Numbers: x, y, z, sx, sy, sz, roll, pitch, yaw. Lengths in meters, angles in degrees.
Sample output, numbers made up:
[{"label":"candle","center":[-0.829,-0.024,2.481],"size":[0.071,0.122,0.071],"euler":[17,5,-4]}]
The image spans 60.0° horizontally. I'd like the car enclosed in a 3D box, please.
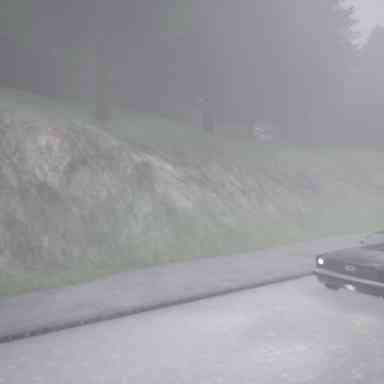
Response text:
[{"label":"car","center":[5.014,1.614,7.905],"size":[4.718,1.301,1.895],"euler":[0,0,-34]}]
